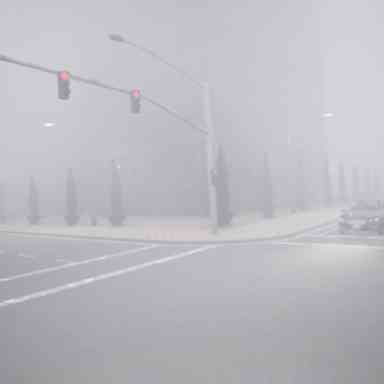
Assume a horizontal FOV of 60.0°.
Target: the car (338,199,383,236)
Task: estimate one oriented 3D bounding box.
[{"bbox_3d":[8.550,1.145,16.158,2.128,1.511,4.902,-3,0,39],"label":"car"}]
